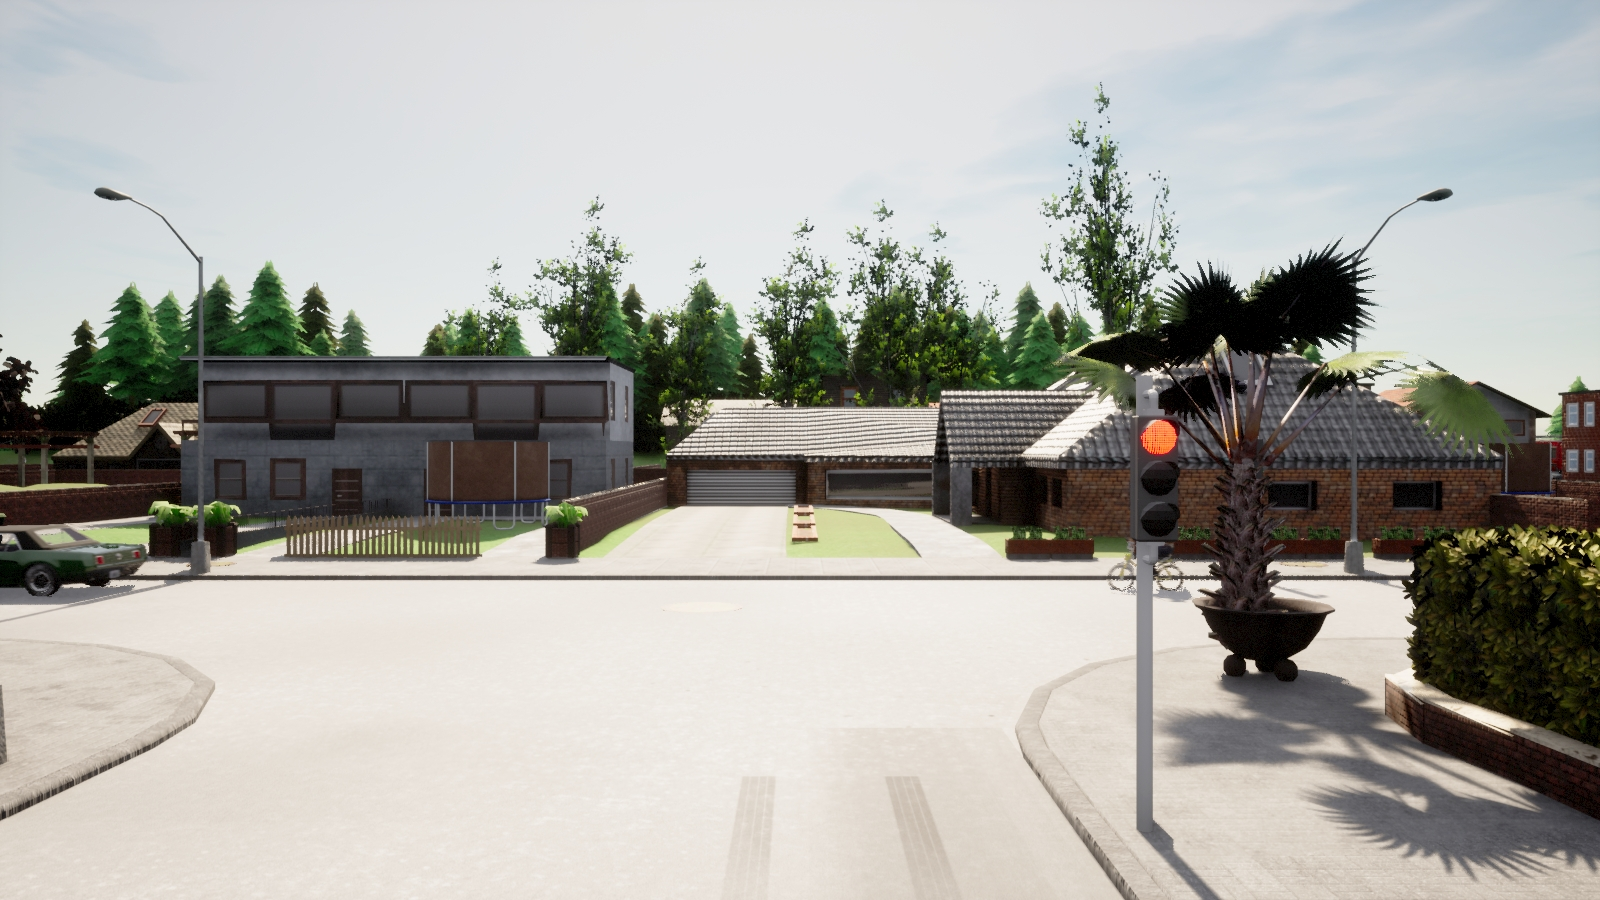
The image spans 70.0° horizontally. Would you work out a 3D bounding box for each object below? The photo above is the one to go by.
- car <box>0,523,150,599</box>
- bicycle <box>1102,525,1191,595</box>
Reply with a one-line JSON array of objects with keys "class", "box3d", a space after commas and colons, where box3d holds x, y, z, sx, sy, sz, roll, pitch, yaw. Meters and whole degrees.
[{"class": "car", "box3d": [-15.655, 2.146, 22.440, 4.718, 1.301, 1.895, 0, 0, 1]}, {"class": "bicycle", "box3d": [6.789, 2.149, 22.443, 1.487, 1.276, 0.859, 0, 0, 0]}]
